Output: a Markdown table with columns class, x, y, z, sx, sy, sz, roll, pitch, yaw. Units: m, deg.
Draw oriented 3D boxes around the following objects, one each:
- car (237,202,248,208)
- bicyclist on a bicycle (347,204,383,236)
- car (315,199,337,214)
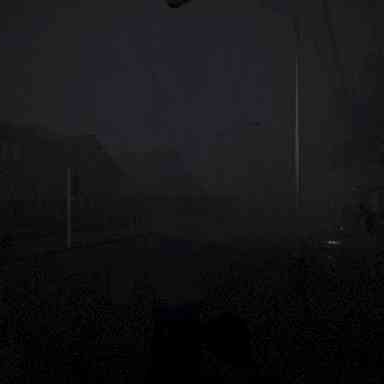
| class | x | y | z | sx | sy | sz | roll | pitch | yaw |
| --- | --- | --- | --- | --- | --- | --- | --- | --- | --- |
| car | 5.030 | 1.647 | 46.602 | 5.357 | 1.415 | 2.033 | 0 | 0 | 31 |
| bicyclist on a bicycle | 8.940 | 1.444 | 17.265 | 1.656 | 1.620 | 0.582 | -1 | -1 | 28 |
| car | 16.060 | 1.579 | 39.817 | 2.097 | 1.767 | 4.553 | 0 | 0 | 28 |
